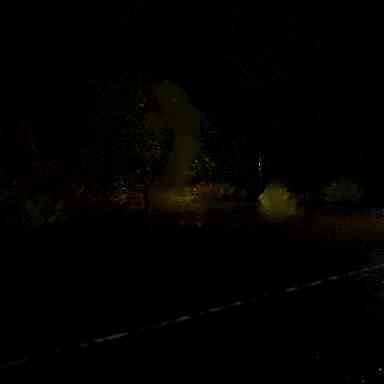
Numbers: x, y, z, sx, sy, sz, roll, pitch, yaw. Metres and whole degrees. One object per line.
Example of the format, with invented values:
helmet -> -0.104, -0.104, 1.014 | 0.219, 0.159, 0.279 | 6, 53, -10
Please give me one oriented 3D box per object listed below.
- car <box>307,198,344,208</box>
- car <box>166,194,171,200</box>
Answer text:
car -> 18.369, 1.446, 46.124 | 1.895, 1.301, 4.718 | 0, 0, -37
car -> -6.319, 1.132, 78.665 | 1.837, 1.490, 4.892 | 0, 0, -37
